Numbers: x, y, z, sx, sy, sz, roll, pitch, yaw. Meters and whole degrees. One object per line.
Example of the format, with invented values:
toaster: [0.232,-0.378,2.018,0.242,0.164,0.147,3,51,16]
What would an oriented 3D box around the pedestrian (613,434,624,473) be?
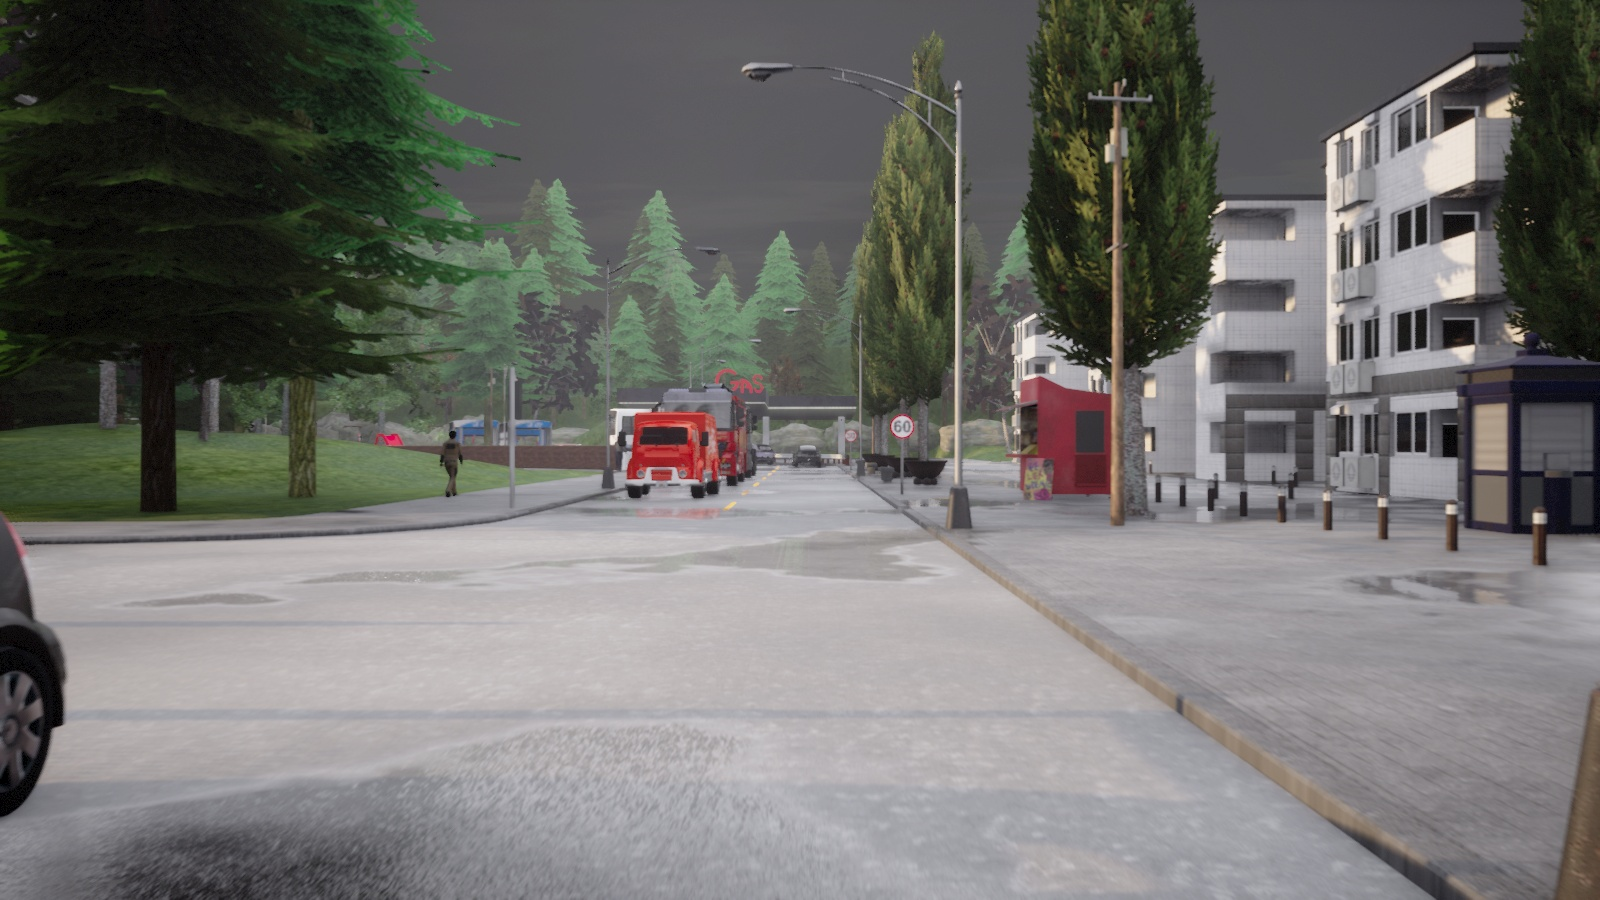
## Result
pedestrian: [-9.168,0.164,63.514,0.423,1.949,0.788,0,0,-1]

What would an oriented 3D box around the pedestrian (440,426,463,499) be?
pedestrian: [-9.284,0.322,33.486,0.396,1.930,0.692,0,0,4]

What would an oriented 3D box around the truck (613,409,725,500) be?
truck: [-3.742,0.117,36.893,2.627,2.467,5.204,0,0,1]

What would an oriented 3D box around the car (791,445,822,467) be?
car: [0.444,0.420,87.652,1.837,1.490,4.892,0,0,-3]

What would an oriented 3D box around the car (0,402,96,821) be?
car: [-3.960,0.628,3.535,1.851,1.617,3.988,0,0,-2]

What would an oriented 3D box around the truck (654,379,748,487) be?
truck: [-3.683,-0.606,48.791,2.891,3.827,8.468,0,0,1]

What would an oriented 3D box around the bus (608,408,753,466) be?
bus: [-9.045,-0.999,95.340,10.273,4.253,3.944,0,1,-23]

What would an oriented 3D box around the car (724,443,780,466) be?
car: [-3.745,0.309,97.218,2.033,1.649,4.856,2,-1,-33]

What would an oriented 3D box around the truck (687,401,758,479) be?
truck: [-3.596,-0.466,60.152,2.891,3.462,7.936,0,0,0]
